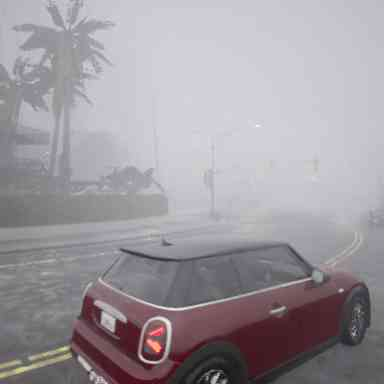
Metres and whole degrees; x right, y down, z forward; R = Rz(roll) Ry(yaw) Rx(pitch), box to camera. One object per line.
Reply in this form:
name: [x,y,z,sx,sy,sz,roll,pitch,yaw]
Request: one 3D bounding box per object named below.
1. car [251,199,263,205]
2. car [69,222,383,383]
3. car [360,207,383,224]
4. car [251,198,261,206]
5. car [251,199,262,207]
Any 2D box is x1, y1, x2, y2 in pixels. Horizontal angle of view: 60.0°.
car: [17.746,2.664,90.736,2.231,1.521,4.892,0,-1,22]
car: [0.741,1.414,4.862,4.553,1.767,2.097,1,-1,-40]
car: [13.260,1.967,23.602,1.895,1.301,4.718,0,-1,19]
car: [15.460,2.399,80.209,2.185,1.767,4.553,0,-1,12]
car: [14.253,2.442,73.895,2.097,1.535,5.008,0,-1,12]
